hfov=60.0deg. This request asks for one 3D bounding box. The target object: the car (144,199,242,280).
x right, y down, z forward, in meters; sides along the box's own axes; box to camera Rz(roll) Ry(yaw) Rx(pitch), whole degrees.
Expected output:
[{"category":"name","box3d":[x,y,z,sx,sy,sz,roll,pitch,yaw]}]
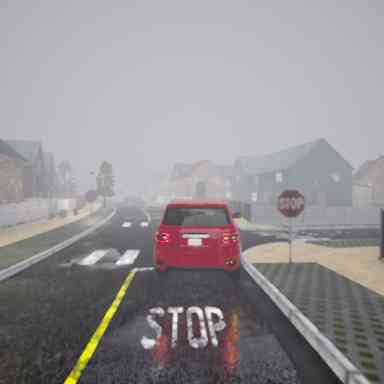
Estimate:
[{"category":"car","box3d":[0.334,1.220,10.182,2.150,2.045,5.566,0,0,6]}]

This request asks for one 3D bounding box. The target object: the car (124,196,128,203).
[{"category":"car","box3d":[-13.108,1.465,69.986,1.882,1.535,5.008,0,0,-19]}]

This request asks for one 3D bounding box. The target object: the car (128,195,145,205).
[{"category":"car","box3d":[-9.745,1.600,60.057,2.033,1.411,5.357,0,0,-18]}]
